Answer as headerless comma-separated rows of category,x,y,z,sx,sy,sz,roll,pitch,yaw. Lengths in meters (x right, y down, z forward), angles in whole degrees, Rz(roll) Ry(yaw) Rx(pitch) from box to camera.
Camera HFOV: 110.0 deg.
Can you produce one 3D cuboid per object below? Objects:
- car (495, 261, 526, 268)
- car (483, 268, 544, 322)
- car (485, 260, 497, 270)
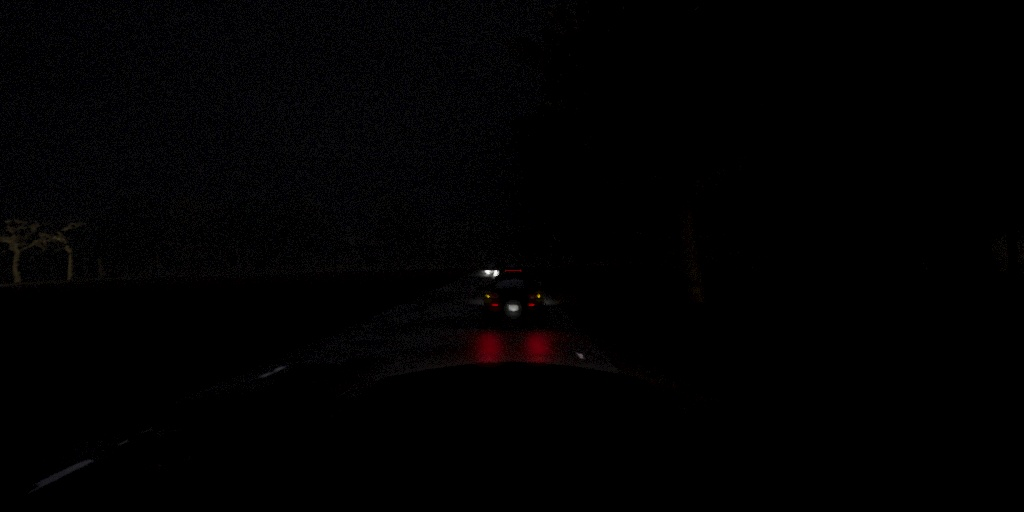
car,0.076,1.259,27.781,2.128,1.511,4.902,0,0,0
car,0.070,1.281,12.237,1.812,1.442,4.674,0,0,1
car,-2.802,1.298,51.591,2.128,1.511,4.902,0,0,0
